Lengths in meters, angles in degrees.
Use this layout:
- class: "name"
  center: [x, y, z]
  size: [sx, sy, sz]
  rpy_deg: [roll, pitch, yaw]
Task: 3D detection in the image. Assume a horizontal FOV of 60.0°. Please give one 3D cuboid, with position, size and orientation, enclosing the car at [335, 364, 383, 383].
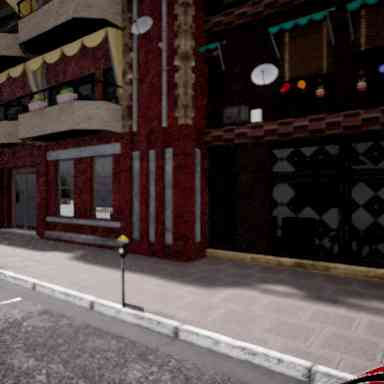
- class: "car"
  center: [2.320, 1.453, 1.076]
  size: [4.097, 1.590, 1.967]
  rpy_deg: [1, 0, 36]
